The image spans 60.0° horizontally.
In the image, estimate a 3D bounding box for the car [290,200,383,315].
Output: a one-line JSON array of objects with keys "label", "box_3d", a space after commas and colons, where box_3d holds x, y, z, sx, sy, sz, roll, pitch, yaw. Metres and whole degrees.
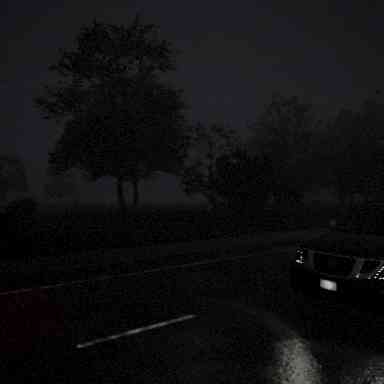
[{"label": "car", "box_3d": [4.559, 1.222, 7.244, 5.566, 2.045, 2.150, 0, 0, -35]}]
